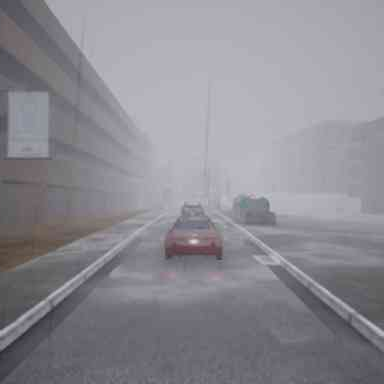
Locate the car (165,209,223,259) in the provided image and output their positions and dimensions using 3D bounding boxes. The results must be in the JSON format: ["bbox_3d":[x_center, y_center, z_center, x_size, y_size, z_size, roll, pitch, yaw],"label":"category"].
[{"bbox_3d":[0.068,1.539,12.570,1.994,1.385,4.181,0,0,0],"label":"car"}]

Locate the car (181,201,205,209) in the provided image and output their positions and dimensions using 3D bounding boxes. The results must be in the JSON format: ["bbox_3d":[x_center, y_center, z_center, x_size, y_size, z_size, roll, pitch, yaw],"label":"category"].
[{"bbox_3d":[0.068,1.496,27.591,2.128,1.511,4.902,0,0,0],"label":"car"}]
